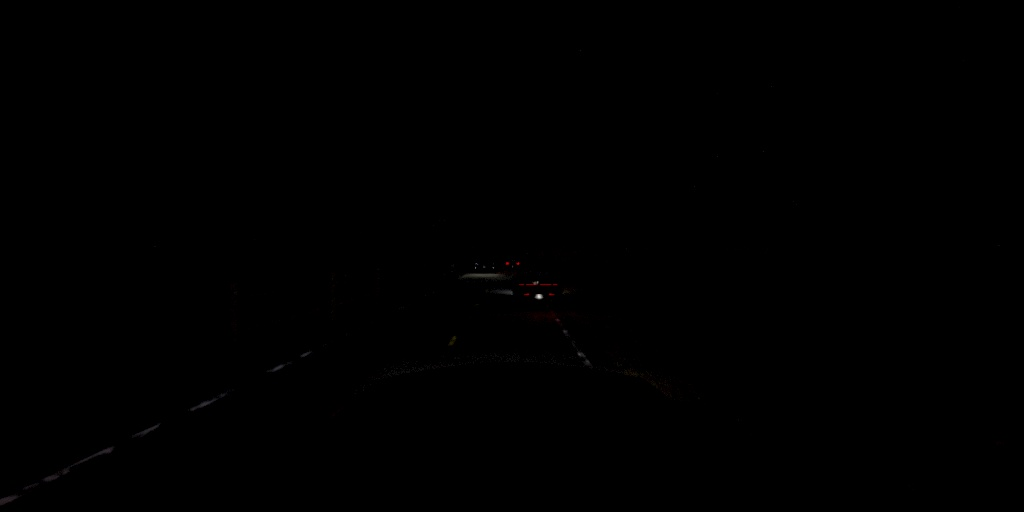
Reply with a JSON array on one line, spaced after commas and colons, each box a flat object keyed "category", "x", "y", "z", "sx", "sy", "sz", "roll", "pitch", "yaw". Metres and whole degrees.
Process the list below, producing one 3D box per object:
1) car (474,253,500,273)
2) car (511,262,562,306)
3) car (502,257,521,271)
[{"category": "car", "x": -2.816, "y": 0.757, "z": 39.327, "sx": 2.150, "sy": 2.045, "sz": 5.566, "roll": 0, "pitch": 0, "yaw": 0}, {"category": "car", "x": 0.968, "y": 1.183, "z": 15.230, "sx": 1.837, "sy": 1.490, "sz": 4.892, "roll": 0, "pitch": 0, "yaw": 0}, {"category": "car", "x": 0.095, "y": 1.031, "z": 43.658, "sx": 1.812, "sy": 1.442, "sz": 4.674, "roll": 0, "pitch": 0, "yaw": 0}]
